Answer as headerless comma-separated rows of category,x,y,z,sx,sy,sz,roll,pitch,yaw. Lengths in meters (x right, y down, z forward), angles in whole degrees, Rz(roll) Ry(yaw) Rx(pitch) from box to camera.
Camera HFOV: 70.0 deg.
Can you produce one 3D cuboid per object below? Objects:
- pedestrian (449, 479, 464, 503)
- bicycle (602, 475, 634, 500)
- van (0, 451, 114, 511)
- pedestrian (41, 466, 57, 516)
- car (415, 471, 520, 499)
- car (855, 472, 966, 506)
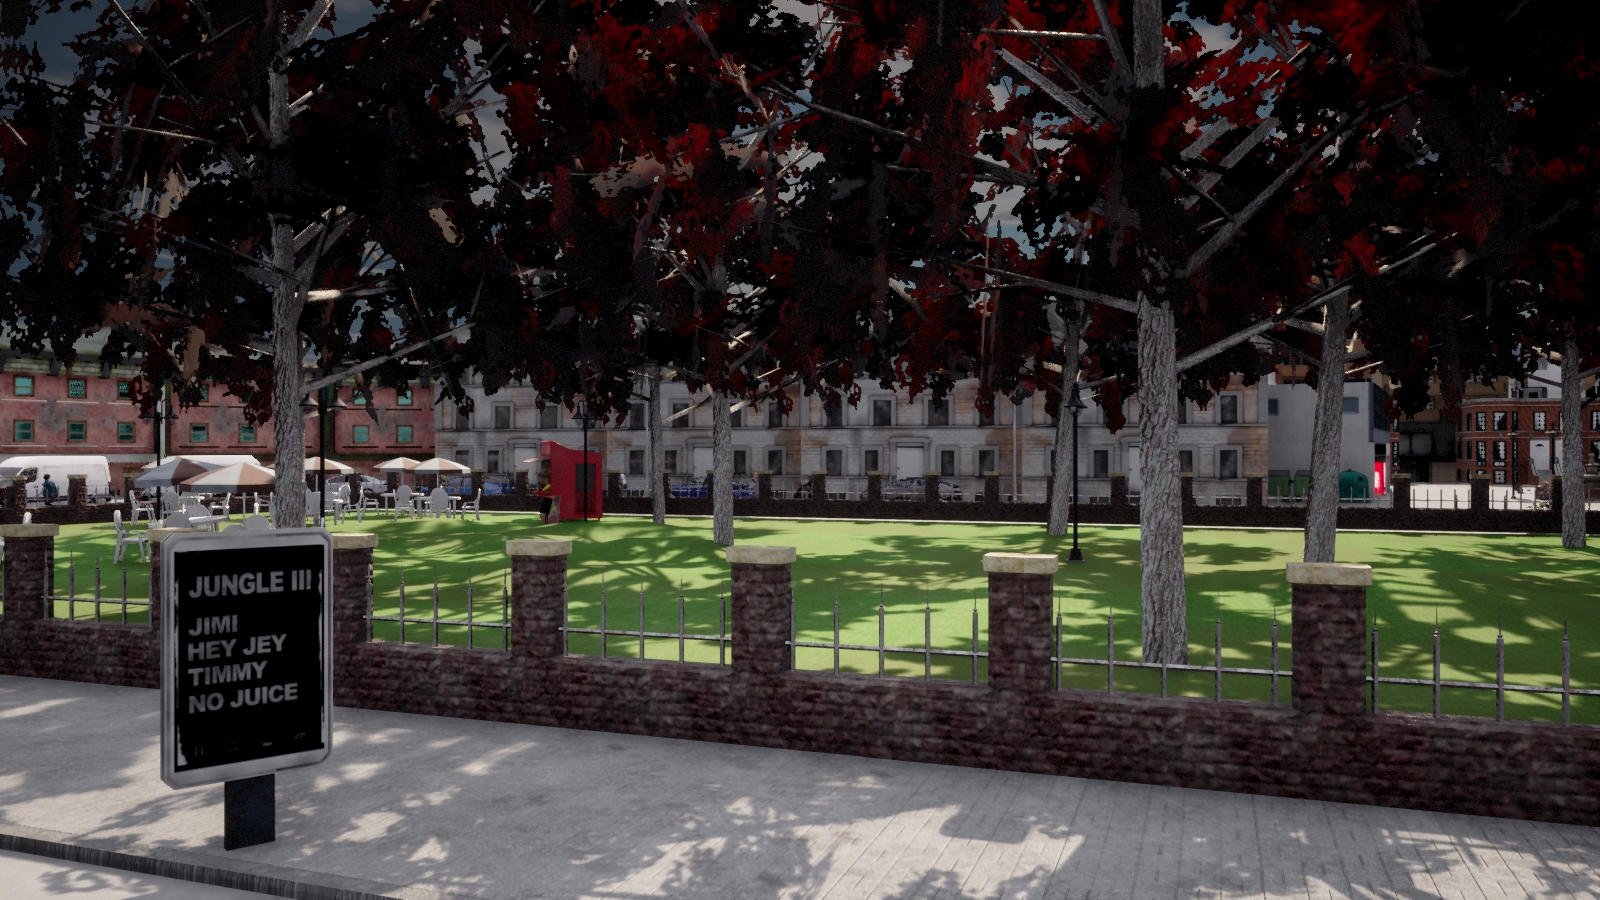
pedestrian,-16.155,1.919,53.747,0.500,1.100,0.500,0,0,13
bicycle,-9.502,1.948,59.688,1.643,1.296,0.373,0,0,20
van,-34.456,1.334,51.696,1.988,2.561,5.915,0,0,21
pedestrian,-28.449,1.542,43.276,0.375,1.860,0.375,0,0,17
car,-18.262,1.902,62.828,5.357,1.411,2.033,0,0,19
car,5.261,1.831,54.337,4.902,1.511,2.128,0,0,20
